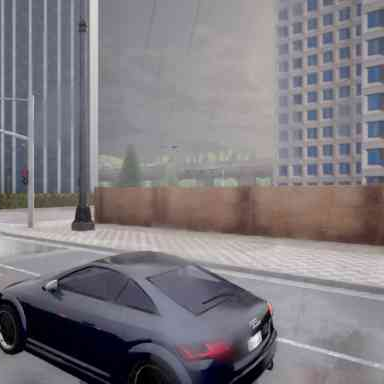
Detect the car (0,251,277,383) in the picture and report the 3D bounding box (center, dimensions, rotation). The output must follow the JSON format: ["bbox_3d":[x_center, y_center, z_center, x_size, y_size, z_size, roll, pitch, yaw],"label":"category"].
[{"bbox_3d":[-0.977,1.564,4.700,4.181,1.385,1.994,0,0,35],"label":"car"}]
